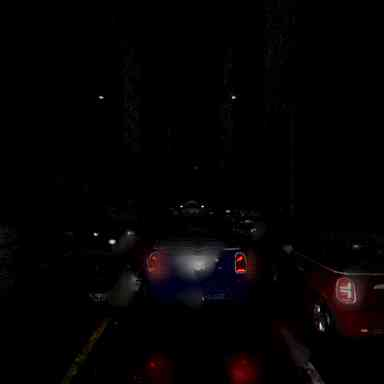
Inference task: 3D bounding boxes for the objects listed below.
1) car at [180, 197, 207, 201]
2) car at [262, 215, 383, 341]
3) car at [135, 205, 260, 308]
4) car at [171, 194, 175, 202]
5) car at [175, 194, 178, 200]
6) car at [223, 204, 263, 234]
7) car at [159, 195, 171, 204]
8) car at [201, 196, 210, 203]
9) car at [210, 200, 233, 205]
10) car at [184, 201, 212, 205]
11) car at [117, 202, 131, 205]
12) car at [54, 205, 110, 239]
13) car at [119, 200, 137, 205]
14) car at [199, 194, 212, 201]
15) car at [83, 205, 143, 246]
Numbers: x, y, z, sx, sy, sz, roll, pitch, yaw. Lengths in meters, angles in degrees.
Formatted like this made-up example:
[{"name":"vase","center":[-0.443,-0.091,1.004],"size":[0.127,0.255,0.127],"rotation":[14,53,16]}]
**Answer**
[{"name":"car","center":[0.003,1.459,27.399],"size":[1.801,1.575,5.366],"rotation":[0,0,0]},{"name":"car","center":[2.855,1.440,6.528],"size":[1.967,1.590,4.097],"rotation":[0,0,0]},{"name":"car","center":[0.100,1.352,8.097],"size":[2.097,1.767,4.553],"rotation":[0,0,0]},{"name":"car","center":[-5.607,1.616,76.455],"size":[2.008,1.369,4.403],"rotation":[0,0,0]},{"name":"car","center":[-5.576,1.637,92.510],"size":[1.752,1.417,4.829],"rotation":[0,0,0]},{"name":"car","center":[2.856,1.552,17.531],"size":[2.008,1.369,4.403],"rotation":[0,0,0]},{"name":"car","center":[-5.628,1.625,65.638],"size":[1.802,1.307,4.206],"rotation":[0,0,0]},{"name":"car","center":[2.907,1.579,71.203],"size":[1.752,1.417,4.829],"rotation":[0,0,0]},{"name":"car","center":[2.858,1.569,28.534],"size":[1.947,1.339,4.313],"rotation":[0,0,0]},{"name":"car","center":[0.098,1.479,17.377],"size":[1.882,1.535,5.008],"rotation":[0,0,0]},{"name":"car","center":[-5.669,1.584,23.034],"size":[1.802,1.307,4.206],"rotation":[0,0,0]},{"name":"car","center":[-5.669,1.567,17.532],"size":[1.947,1.339,4.313],"rotation":[0,0,0]},{"name":"car","center":[-5.668,1.443,28.535],"size":[1.967,1.590,4.097],"rotation":[0,0,0]},{"name":"car","center":[2.896,1.484,65.624],"size":[1.967,1.590,4.097],"rotation":[0,0,0]},{"name":"car","center":[-3.091,1.548,15.539],"size":[2.033,1.411,5.357],"rotation":[0,0,0]}]
